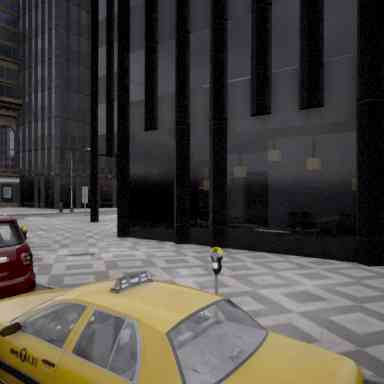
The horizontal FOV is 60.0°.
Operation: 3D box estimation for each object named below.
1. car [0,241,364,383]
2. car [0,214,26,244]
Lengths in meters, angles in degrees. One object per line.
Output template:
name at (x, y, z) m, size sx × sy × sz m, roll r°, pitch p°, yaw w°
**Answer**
car at (-0.822, 1.525, 3.538) m, size 4.829 × 1.417 × 1.752 m, roll 0°, pitch 0°, yaw 35°
car at (-5.116, 1.314, 6.566) m, size 5.009 × 1.841 × 2.192 m, roll 0°, pitch 0°, yaw 35°
